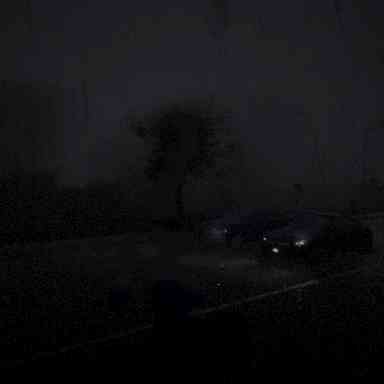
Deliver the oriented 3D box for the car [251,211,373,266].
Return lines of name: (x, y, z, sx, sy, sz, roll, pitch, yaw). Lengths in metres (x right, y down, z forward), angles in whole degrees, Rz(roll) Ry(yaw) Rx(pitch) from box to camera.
car: (4.428, 1.461, 11.447, 4.674, 1.442, 1.812, -1, 0, -35)

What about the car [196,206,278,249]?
car: (2.459, 1.412, 14.340, 5.008, 1.535, 1.882, -1, 1, -35)
